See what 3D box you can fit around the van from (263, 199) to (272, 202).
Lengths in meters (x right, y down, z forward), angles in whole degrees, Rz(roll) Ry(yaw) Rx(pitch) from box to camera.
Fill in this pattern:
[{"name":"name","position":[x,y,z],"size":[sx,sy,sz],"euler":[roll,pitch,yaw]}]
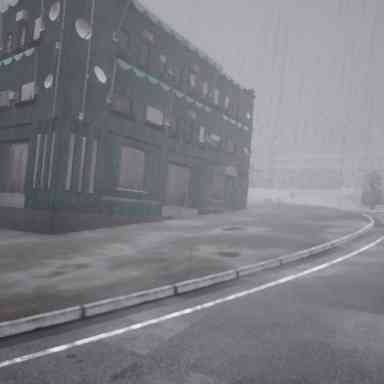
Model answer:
[{"name":"van","position":[14.673,2.430,64.627],"size":[1.878,1.987,4.442],"euler":[2,-5,12]}]
